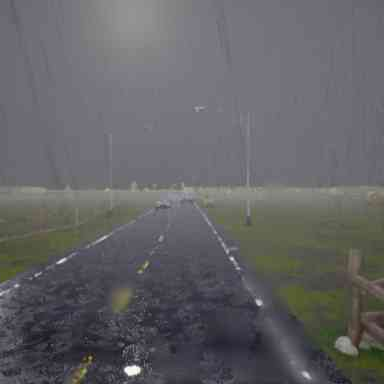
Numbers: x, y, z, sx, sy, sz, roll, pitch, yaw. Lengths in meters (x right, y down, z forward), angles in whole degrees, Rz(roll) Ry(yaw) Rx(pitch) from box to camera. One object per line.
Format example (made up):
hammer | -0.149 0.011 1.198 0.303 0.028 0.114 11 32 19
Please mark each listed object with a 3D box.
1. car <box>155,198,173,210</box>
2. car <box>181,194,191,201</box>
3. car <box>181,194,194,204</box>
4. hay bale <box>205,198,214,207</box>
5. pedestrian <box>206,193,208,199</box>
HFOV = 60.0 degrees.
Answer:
car | -3.288 1.431 39.607 1.994 1.385 4.181 0 0 -1
car | -1.409 1.139 73.566 2.128 1.511 4.902 0 0 -2
car | -0.837 1.151 56.161 2.097 1.767 4.553 0 0 -2
hay bale | 2.500 1.487 47.926 1.220 1.180 1.240 0 1 -1
pedestrian | 2.167 1.121 49.088 0.375 1.860 0.375 0 1 1
